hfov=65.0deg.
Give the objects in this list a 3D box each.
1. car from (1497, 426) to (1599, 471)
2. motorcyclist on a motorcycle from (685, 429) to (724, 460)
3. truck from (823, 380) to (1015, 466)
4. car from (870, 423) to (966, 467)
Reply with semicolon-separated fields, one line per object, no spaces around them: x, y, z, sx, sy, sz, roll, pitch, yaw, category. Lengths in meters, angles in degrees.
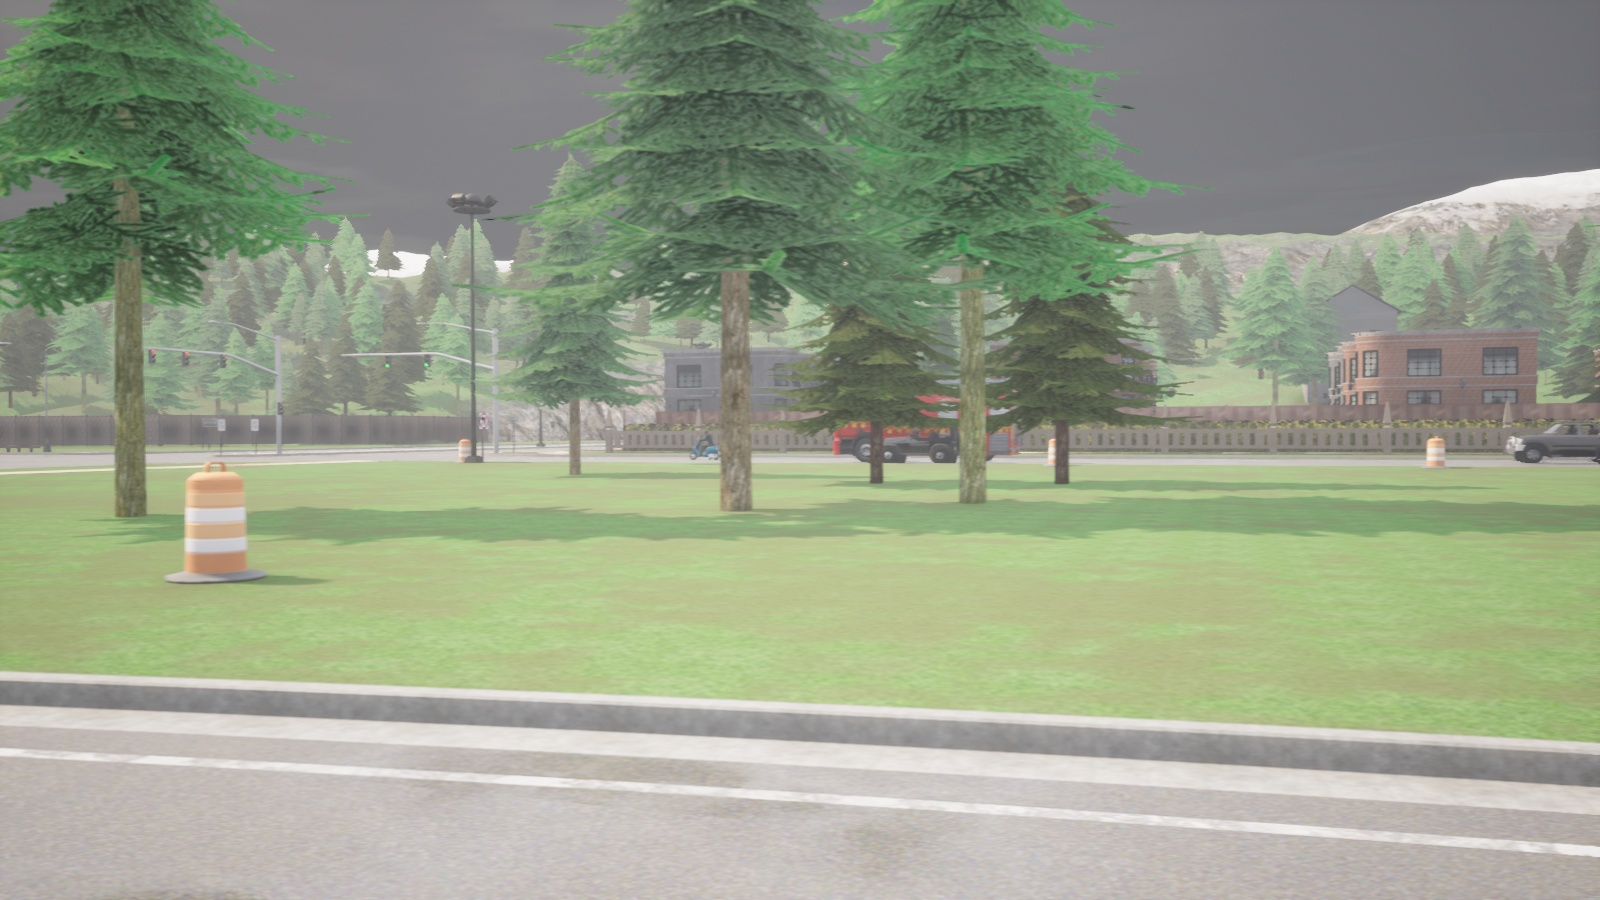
32.506;-0.091;53.475;4.605;1.855;1.932;1;1;18;car
-5.018;-0.296;65.988;1.817;1.590;0.866;1;1;18;motorcyclist on a motorcycle
5.566;-1.258;58.753;8.468;3.827;2.891;1;1;18;truck
5.215;-0.242;55.195;3.866;1.878;1.905;1;1;18;car
